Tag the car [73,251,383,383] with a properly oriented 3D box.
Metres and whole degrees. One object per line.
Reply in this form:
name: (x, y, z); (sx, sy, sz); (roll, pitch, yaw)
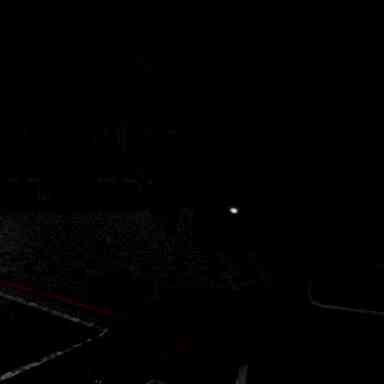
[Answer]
car: (1.446, 1.314, 1.948); (5.009, 1.841, 2.192); (-1, 0, 36)
